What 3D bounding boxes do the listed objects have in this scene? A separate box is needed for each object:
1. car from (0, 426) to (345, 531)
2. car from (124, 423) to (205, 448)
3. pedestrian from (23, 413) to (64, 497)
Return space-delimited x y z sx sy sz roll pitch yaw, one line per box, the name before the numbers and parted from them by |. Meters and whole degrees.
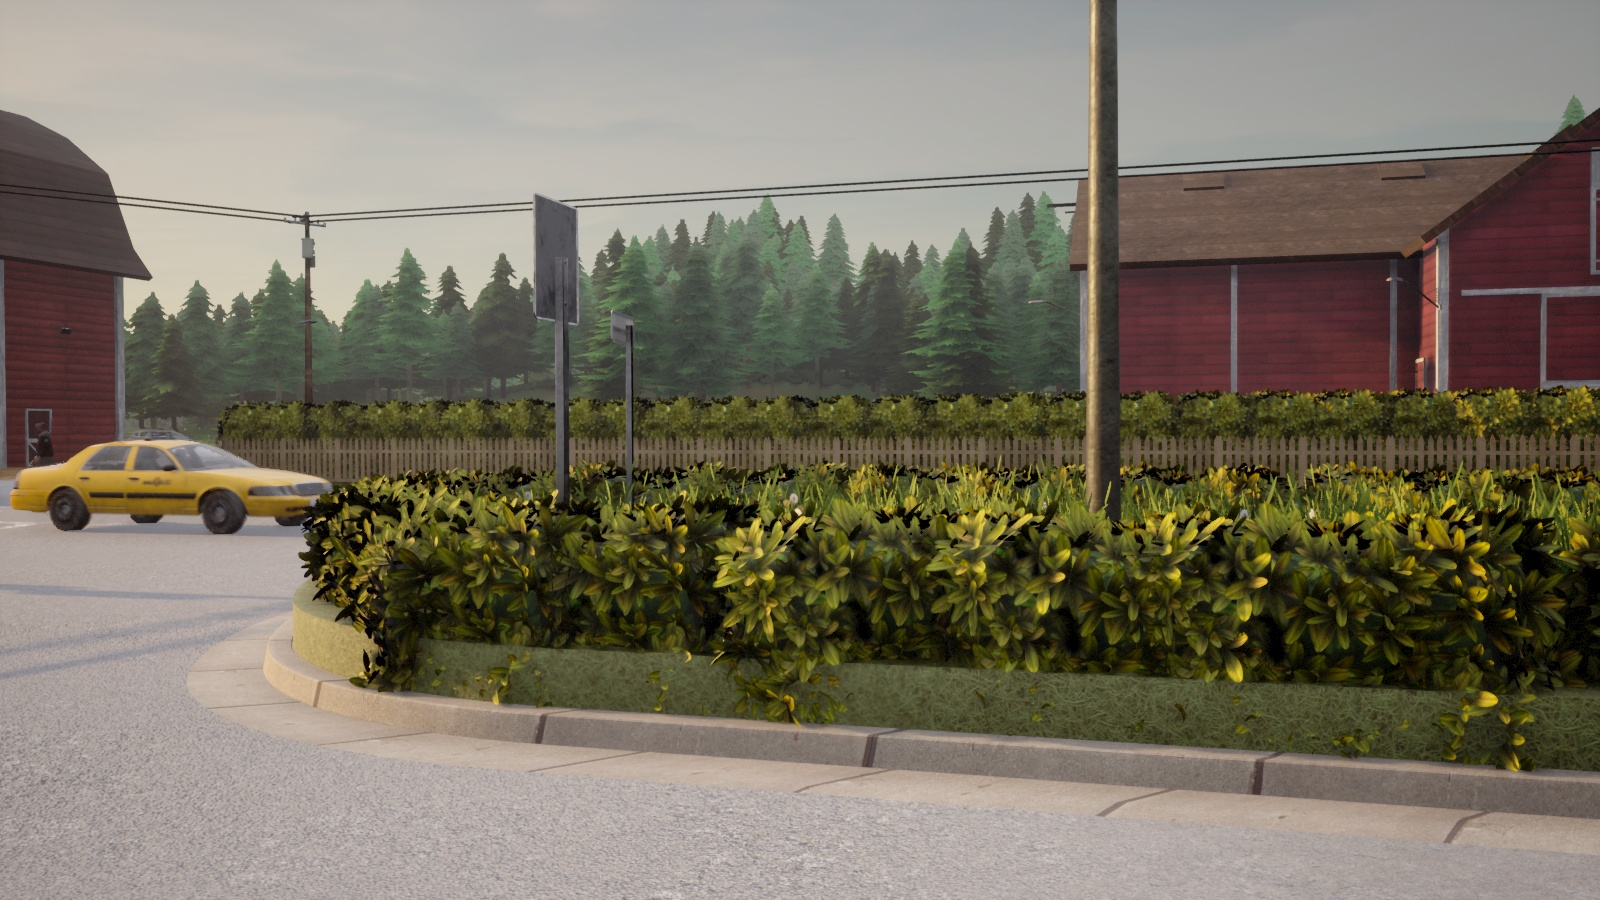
car | -10.270 0.400 20.422 5.366 1.575 1.801 0 1 16
car | -42.992 -0.991 84.990 4.611 1.667 2.242 0 1 16
pedestrian | -16.741 0.103 27.794 0.720 1.854 0.376 -1 1 -42
